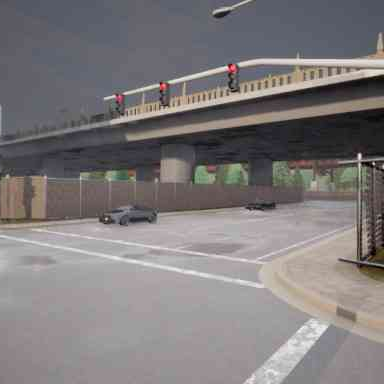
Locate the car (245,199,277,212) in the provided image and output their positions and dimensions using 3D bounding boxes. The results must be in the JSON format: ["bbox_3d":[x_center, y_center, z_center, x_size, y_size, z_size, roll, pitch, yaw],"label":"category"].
[{"bbox_3d":[8.379,1.549,39.930,2.033,1.411,5.357,0,0,37],"label":"car"}]

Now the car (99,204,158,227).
[{"bbox_3d":[-4.339,1.561,23.102,1.994,1.385,4.181,0,0,37],"label":"car"}]
